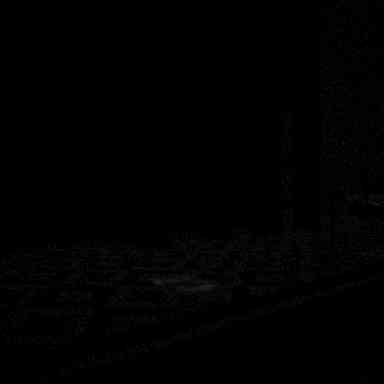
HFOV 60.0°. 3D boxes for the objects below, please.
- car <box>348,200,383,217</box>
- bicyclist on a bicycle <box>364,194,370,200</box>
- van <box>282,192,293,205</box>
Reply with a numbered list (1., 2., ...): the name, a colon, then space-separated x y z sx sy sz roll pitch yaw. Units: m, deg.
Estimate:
1. car: 14.816 1.365 28.290 2.008 1.369 4.403 1 0 -35
2. bicyclist on a bicycle: 20.841 1.027 39.619 1.656 1.620 0.582 0 1 -36
3. van: 12.254 0.928 46.564 1.690 1.788 3.998 1 0 -35
